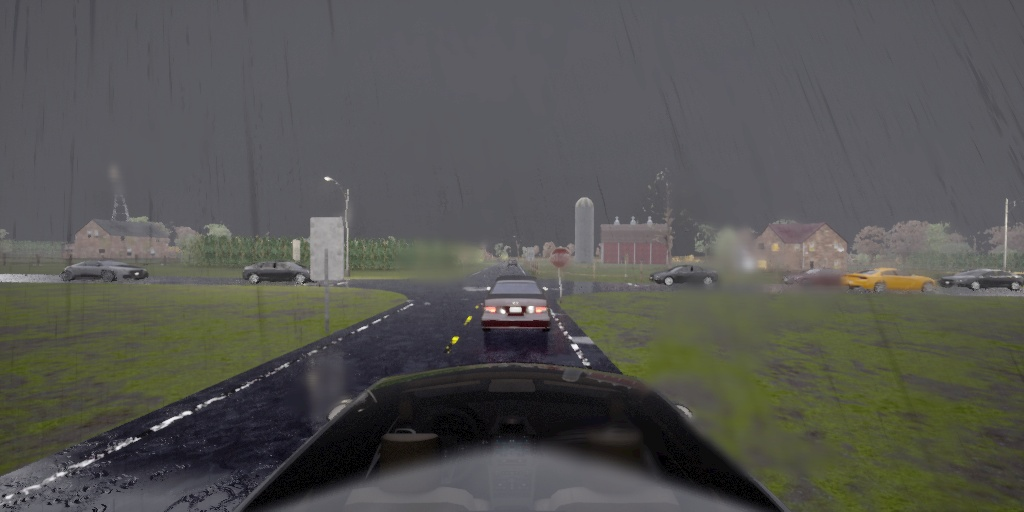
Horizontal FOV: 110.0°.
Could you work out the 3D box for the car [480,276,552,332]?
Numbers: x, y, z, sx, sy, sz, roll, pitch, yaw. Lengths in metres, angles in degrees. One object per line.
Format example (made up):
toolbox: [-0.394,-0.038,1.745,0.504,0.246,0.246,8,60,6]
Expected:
car: [0.147,1.296,10.851,2.033,1.411,5.357,0,0,1]

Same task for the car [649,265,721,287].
car: [12.779,1.441,26.623,4.892,1.490,1.837,1,1,2]

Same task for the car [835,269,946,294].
car: [24.843,1.612,23.655,5.008,1.535,1.882,1,1,0]

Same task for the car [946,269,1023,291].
car: [34.715,1.738,26.603,4.892,1.490,1.837,0,1,0]

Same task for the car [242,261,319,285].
car: [-14.953,1.076,23.618,4.892,1.490,1.837,1,1,-2]

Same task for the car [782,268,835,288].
car: [22.781,1.600,26.594,4.674,1.442,1.812,1,1,0]

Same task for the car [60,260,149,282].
car: [-26.653,0.961,23.558,4.181,1.385,1.994,1,1,0]
